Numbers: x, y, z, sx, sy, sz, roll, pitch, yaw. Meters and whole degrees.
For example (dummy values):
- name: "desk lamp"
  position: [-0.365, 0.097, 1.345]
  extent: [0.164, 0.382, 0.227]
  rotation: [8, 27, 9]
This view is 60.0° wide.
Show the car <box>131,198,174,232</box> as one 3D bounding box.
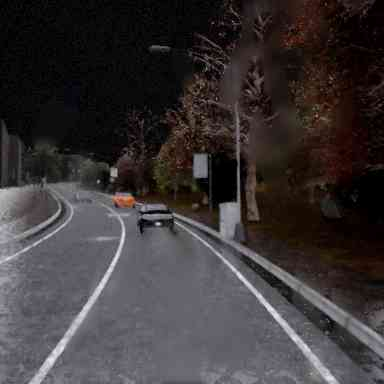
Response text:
- name: "car"
  position: [-2.203, 1.339, 19.068]
  extent: [2.128, 1.511, 4.902]
  rotation: [1, 1, -12]

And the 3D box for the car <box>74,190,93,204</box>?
- name: "car"
  position: [-13.183, 0.569, 40.145]
  extent: [1.837, 1.490, 4.892]
  rotation: [1, 2, -24]

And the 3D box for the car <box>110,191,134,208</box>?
- name: "car"
  position: [-7.617, 0.716, 36.336]
  extent: [2.097, 1.767, 4.553]
  rotation: [1, 2, -21]
